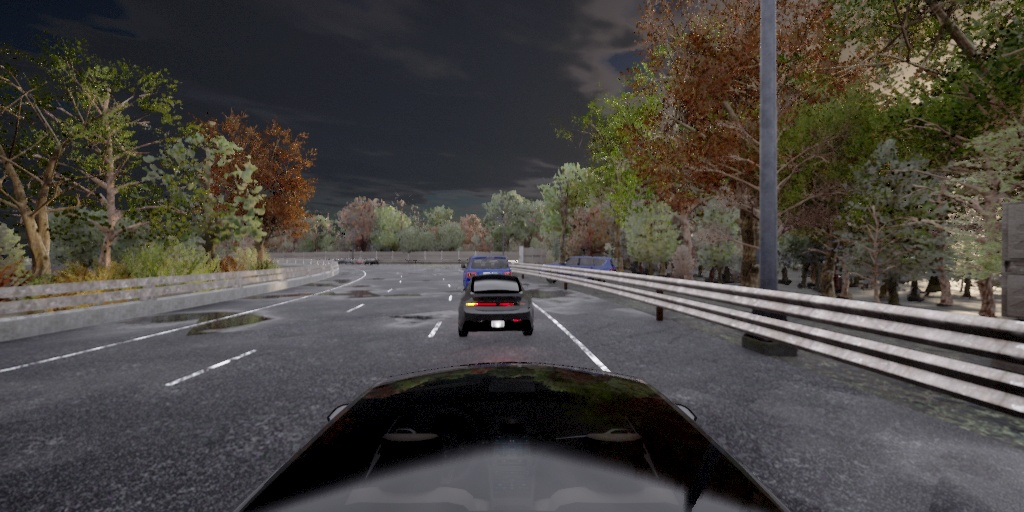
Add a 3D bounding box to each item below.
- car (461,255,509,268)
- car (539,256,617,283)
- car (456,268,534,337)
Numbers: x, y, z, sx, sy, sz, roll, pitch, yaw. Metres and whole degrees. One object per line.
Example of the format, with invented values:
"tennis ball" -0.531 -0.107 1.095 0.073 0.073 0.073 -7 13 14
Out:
"car" -1.314 0.984 17.849 2.150 2.045 5.566 0 0 -9
"car" 4.817 1.012 26.188 5.566 2.045 2.150 3 1 14
"car" -0.535 1.262 10.365 1.837 1.490 4.892 0 0 -5
